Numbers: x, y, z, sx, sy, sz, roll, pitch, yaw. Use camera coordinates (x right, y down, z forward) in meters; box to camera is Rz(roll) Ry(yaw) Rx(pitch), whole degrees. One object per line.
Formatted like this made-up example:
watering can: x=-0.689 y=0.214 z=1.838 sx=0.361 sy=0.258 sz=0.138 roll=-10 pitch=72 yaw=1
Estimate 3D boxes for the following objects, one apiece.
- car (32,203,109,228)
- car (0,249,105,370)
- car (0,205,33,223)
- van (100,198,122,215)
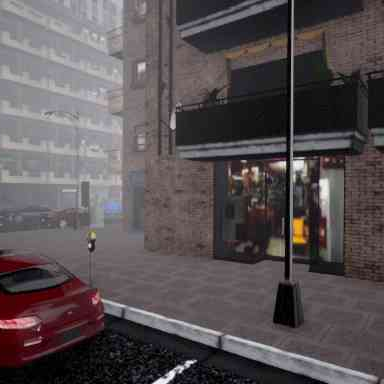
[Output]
car: x=-8.528 y=1.756 z=23.737 sx=1.887 sy=1.381 sz=4.507 roll=0 pitch=-1 yaw=36
car: x=-3.143 y=1.582 z=5.243 sx=4.206 sy=1.307 sz=1.802 roll=0 pitch=0 yaw=36
car: x=-13.312 y=1.727 z=27.013 sx=1.994 sy=1.385 sz=4.181 roll=1 pitch=0 yaw=36
van: x=-8.710 y=1.606 z=37.856 sx=1.690 sy=1.788 sz=3.998 roll=0 pitch=-1 yaw=36
